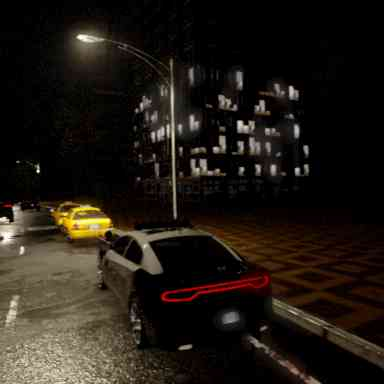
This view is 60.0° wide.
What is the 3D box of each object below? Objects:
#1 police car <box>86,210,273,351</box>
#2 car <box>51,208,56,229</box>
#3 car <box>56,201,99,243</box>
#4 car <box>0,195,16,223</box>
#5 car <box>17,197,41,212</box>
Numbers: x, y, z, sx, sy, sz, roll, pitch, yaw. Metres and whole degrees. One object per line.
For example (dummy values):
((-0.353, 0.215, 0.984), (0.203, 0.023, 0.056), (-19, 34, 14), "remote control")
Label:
((-0.619, 1.356, 6.485), (1.930, 1.638, 5.238), (-2, 1, -25), "police car")
((-7.866, 1.376, 21.122), (1.801, 1.575, 5.366), (-2, 1, -28), "car")
((-5.088, 1.378, 15.698), (1.801, 1.575, 5.366), (-2, 1, -27), "car")
((-14.753, 1.242, 25.174), (2.150, 2.045, 5.566), (-2, 1, -29), "car")
((-19.133, 1.507, 39.380), (2.033, 1.411, 5.357), (-2, 1, -31), "car")
